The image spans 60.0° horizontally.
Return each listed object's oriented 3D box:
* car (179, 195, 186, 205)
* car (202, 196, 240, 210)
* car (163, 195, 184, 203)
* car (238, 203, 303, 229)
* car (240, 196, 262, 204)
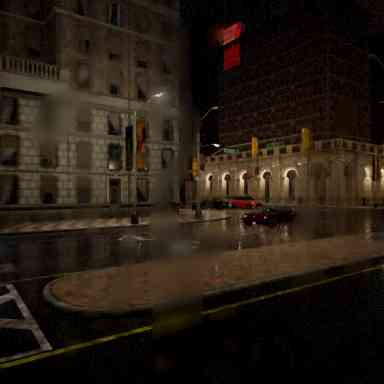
[{"bbox_3d":[-2.862,1.476,56.828,1.882,1.535,5.008,0,0,-35],"label":"car"},{"bbox_3d":[3.239,1.490,42.192,2.128,1.511,4.902,0,0,-36],"label":"car"},{"bbox_3d":[-3.987,1.511,70.862,2.128,1.511,4.902,0,0,-35],"label":"car"},{"bbox_3d":[5.375,1.600,21.944,1.895,1.301,4.718,0,0,45],"label":"car"},{"bbox_3d":[7.041,1.351,42.891,2.097,1.767,4.553,0,0,-36],"label":"car"}]
